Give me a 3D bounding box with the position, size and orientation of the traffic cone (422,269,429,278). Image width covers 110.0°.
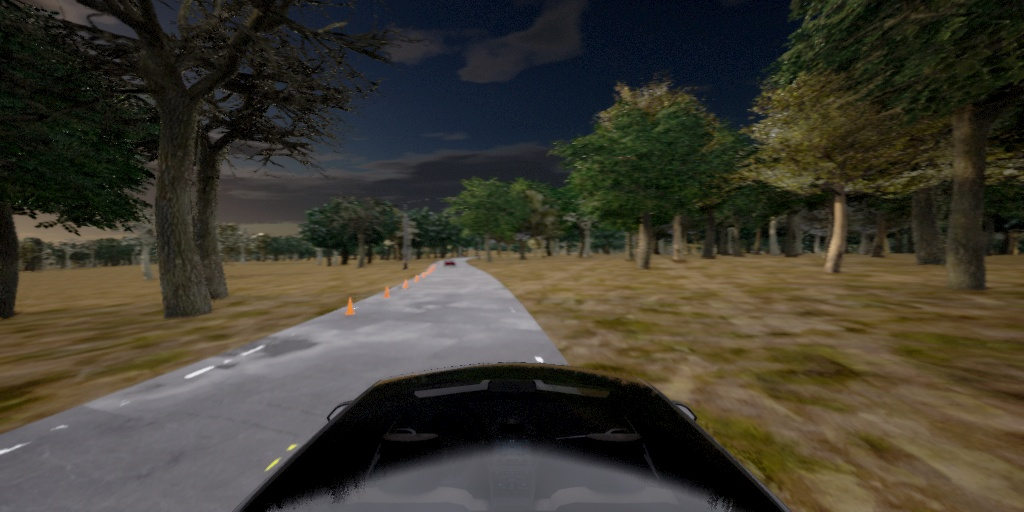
[{"bbox_3d":[-7.918,1.664,32.313,0.340,0.580,0.340,0,0,-8],"label":"traffic cone"}]

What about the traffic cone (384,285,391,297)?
[{"bbox_3d":[-6.110,1.717,17.533,0.340,0.580,0.340,0,0,-6],"label":"traffic cone"}]

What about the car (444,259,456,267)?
[{"bbox_3d":[-10.146,1.126,58.370,1.895,1.301,4.718,-1,1,-12],"label":"car"}]

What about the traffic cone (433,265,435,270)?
[{"bbox_3d":[-9.463,1.617,42.119,0.340,0.580,0.340,0,0,-10],"label":"traffic cone"}]

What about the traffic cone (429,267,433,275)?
[{"bbox_3d":[-8.657,1.643,37.222,0.340,0.580,0.340,0,0,-9],"label":"traffic cone"}]

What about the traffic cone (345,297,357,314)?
[{"bbox_3d":[-5.657,1.727,12.546,0.340,0.580,0.340,0,0,-3],"label":"traffic cone"}]

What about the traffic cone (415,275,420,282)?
[{"bbox_3d":[-7.247,1.683,27.395,0.340,0.580,0.340,0,0,-7],"label":"traffic cone"}]

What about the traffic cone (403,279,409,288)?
[{"bbox_3d":[-6.645,1.702,22.468,0.340,0.580,0.340,0,0,-7],"label":"traffic cone"}]
